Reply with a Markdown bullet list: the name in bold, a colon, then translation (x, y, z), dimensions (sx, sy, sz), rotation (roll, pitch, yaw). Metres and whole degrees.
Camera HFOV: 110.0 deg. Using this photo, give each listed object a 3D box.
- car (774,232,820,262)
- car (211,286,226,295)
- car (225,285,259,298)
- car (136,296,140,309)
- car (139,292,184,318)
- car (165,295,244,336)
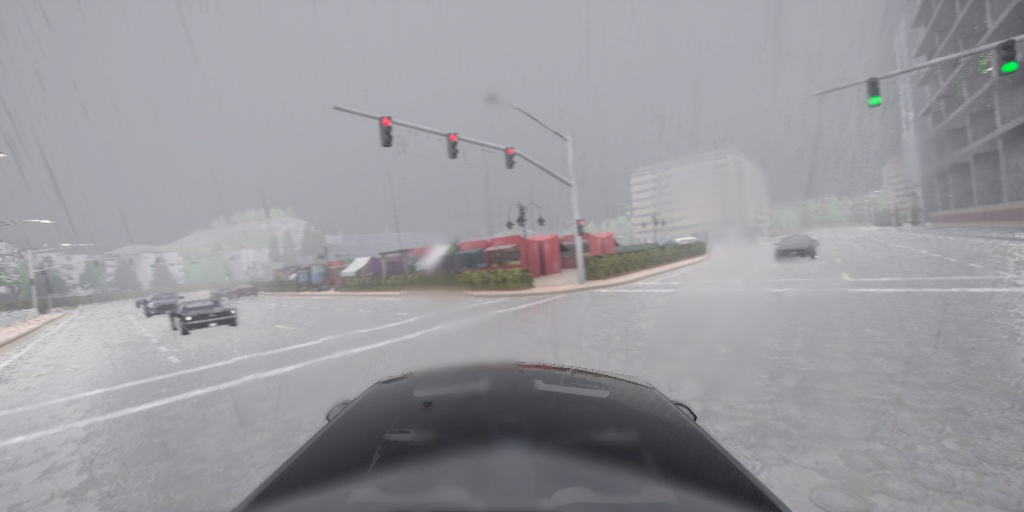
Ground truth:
- **car**: translation (17.758, -0.538, 22.379), dimensions (1.882, 1.535, 5.008), rotation (-5, 0, 41)
- **car**: translation (-37.878, 4.753, 46.867), dimensions (4.902, 1.511, 2.128), rotation (-5, 0, 42)
- **car**: translation (-29.432, 3.953, 39.367), dimensions (5.008, 1.535, 1.882), rotation (-5, 0, 41)
- **car**: translation (-38.210, 4.579, 37.796), dimensions (4.181, 1.385, 1.994), rotation (-5, 0, 41)
- **car**: translation (-26.184, 3.542, 27.028), dimensions (4.553, 1.767, 2.097), rotation (-5, 0, 42)
- **car**: translation (-13.902, 2.651, 16.145), dimensions (4.718, 1.301, 1.895), rotation (-5, 0, 41)
